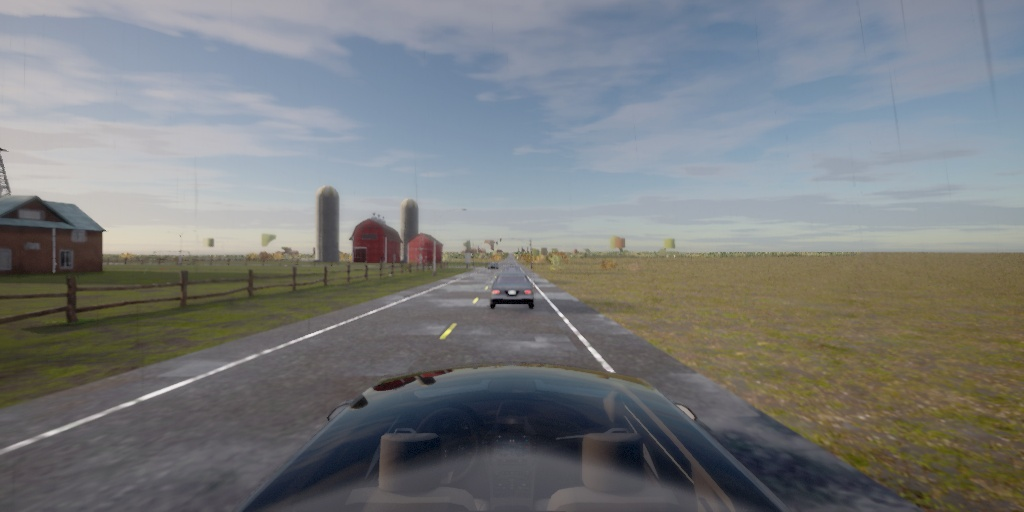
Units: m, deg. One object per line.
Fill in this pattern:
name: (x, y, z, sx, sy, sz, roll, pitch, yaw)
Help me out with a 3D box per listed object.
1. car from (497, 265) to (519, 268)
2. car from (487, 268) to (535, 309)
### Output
car: (0.000, 1.563, 30.841, 2.033, 1.411, 5.357, 0, 0, 0)
car: (0.000, 1.428, 15.841, 2.033, 1.411, 5.357, 0, 0, 0)
